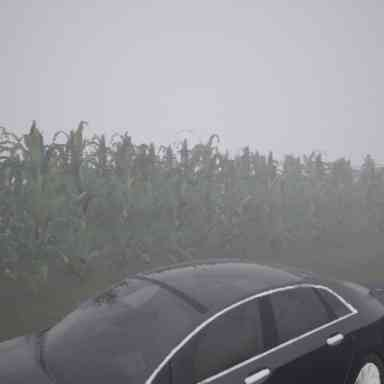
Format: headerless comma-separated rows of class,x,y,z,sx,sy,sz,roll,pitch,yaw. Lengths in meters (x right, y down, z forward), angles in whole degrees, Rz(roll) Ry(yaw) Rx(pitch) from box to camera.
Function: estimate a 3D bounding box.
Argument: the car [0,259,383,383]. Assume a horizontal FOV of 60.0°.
car,0.001,1.508,3.073,4.892,1.490,1.837,0,0,-36
